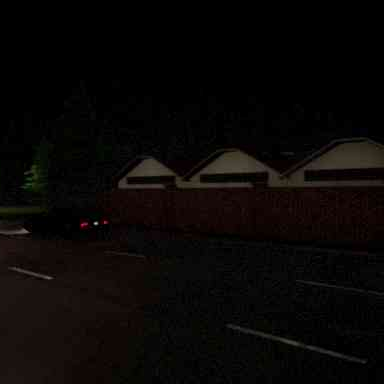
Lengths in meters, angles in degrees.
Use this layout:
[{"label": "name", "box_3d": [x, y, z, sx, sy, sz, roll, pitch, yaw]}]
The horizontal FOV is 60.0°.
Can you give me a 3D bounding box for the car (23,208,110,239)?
[{"label": "car", "box_3d": [-6.619, 1.542, 17.313, 5.357, 1.411, 2.033, 0, 0, 35]}]
